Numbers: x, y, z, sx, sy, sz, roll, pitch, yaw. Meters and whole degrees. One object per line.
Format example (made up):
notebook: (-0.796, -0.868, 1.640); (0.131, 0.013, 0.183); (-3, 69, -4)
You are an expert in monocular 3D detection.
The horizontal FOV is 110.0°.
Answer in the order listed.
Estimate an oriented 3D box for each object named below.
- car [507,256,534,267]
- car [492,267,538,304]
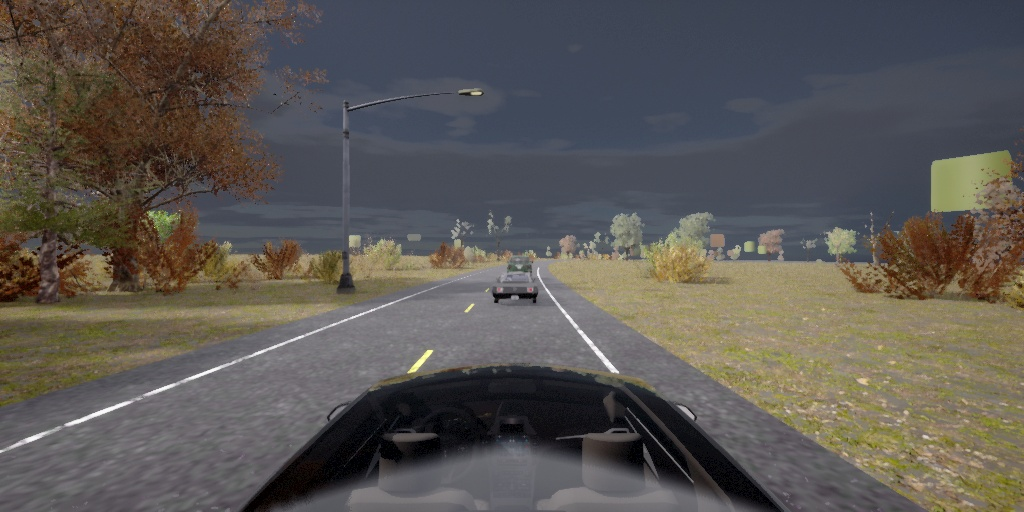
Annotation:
car: (0.713, 1.016, 31.408); (2.150, 2.045, 5.566); (0, 0, 3)
car: (0.178, 1.371, 16.457); (1.895, 1.301, 4.718); (0, 0, 1)
